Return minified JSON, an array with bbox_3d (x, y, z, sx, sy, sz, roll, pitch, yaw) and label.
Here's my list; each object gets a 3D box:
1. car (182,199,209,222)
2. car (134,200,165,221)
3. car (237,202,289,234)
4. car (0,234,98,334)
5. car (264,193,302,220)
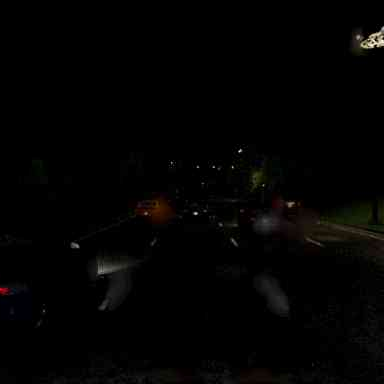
[{"bbox_3d":[0.261,1.458,25.164,1.994,1.385,4.181,0,0,0],"label":"car"},{"bbox_3d":[-3.235,1.366,25.922,1.882,1.535,5.008,0,0,0],"label":"car"},{"bbox_3d":[3.717,1.487,18.651,1.994,1.385,4.181,0,0,0],"label":"car"},{"bbox_3d":[-3.358,1.533,6.689,1.994,1.385,4.181,0,0,0],"label":"car"},{"bbox_3d":[7.276,1.110,27.308,2.150,2.045,5.566,0,0,0],"label":"car"}]
